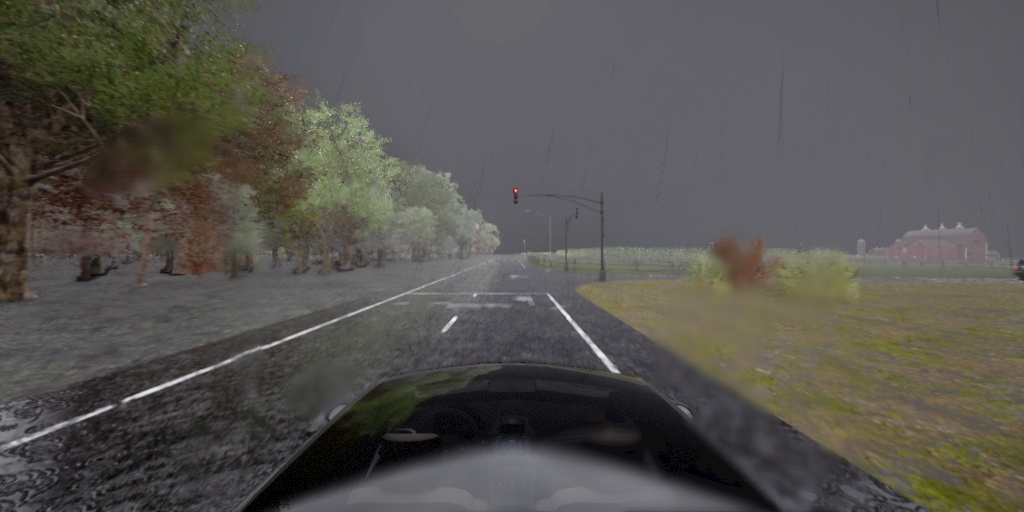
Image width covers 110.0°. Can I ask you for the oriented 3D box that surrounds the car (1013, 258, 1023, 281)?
[{"bbox_3d":[46.821,1.196,30.745,5.566,2.045,2.150,0,0,1],"label":"car"}]

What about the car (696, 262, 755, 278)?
[{"bbox_3d":[18.322,1.186,30.879,4.674,1.442,1.812,1,0,0],"label":"car"}]
